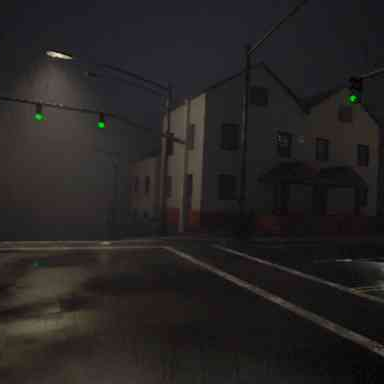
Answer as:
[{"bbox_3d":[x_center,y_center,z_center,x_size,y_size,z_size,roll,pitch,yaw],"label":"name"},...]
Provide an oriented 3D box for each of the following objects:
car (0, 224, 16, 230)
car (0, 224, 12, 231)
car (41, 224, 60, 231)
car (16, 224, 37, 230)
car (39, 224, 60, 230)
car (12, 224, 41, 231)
[{"bbox_3d":[-45.888,8.617,81.887,4.536,1.218,1.853,2,-1,20],"label":"car"},{"bbox_3d":[-45.846,8.777,81.867,4.974,1.542,2.038,2,-1,20],"label":"car"},{"bbox_3d":[-37.046,9.252,86.608,4.974,1.542,2.038,2,-1,5],"label":"car"},{"bbox_3d":[-41.604,8.842,83.776,1.853,1.218,4.536,2,-1,30],"label":"car"},{"bbox_3d":[-37.090,9.092,86.614,4.536,1.218,1.853,2,-1,5],"label":"car"},{"bbox_3d":[-41.636,8.997,83.728,2.038,1.542,4.974,2,-1,30],"label":"car"}]
